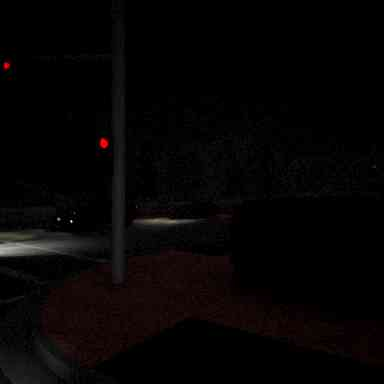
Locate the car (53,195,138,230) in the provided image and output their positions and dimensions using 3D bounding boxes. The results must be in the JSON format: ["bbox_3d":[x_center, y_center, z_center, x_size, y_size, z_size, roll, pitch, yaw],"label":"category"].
[{"bbox_3d":[-5.978,1.217,21.385,2.150,2.045,5.566,0,0,38],"label":"car"}]

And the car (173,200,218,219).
[{"bbox_3d":[0.385,1.474,29.400,1.882,1.535,5.008,0,0,39],"label":"car"}]
